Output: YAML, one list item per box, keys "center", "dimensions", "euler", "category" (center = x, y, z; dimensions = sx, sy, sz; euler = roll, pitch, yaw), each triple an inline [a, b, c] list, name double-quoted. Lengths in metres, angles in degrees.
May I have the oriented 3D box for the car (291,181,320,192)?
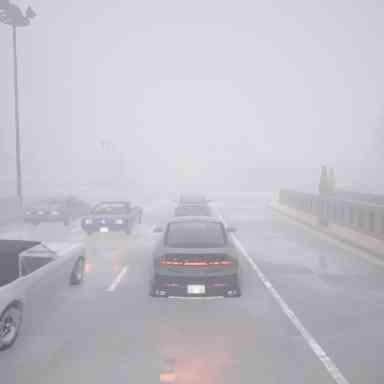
- center: [15.025, -0.643, 42.380]
  dimensions: [4.674, 1.442, 1.812]
  euler: [0, 3, 2]
  category: "car"

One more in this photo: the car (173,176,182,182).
- center: [-3.893, -3.430, 88.393]
  dimensions: [1.812, 1.442, 4.674]
  euler: [0, 3, 0]
  category: "car"

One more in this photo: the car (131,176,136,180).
- center: [-14.376, -3.223, 84.647]
  dimensions: [1.837, 1.490, 4.892]
  euler: [0, 3, 0]
  category: "car"

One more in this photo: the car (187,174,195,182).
- center: [-0.399, -3.503, 89.674]
  dimensions: [2.128, 1.511, 4.902]
  euler: [0, 3, 0]
  category: "car"

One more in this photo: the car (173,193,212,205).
- center: [0.037, 0.827, 17.726]
  dimensions: [1.837, 1.490, 4.892]
  euler: [0, 4, 0]
  category: "car"

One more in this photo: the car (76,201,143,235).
- center: [-3.457, 1.063, 15.309]
  dimensions: [1.895, 1.301, 4.718]
  euler: [0, 3, 0]
  category: "car"

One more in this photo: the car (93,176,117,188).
- center: [-14.289, -1.463, 55.184]
  dimensions: [1.882, 1.535, 5.008]
  euler: [0, 3, -1]
  category: "car"

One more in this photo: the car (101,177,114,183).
- center: [-21.376, -3.186, 84.673]
  dimensions: [2.033, 1.411, 5.357]
  euler: [0, 3, 0]
  category: "car"

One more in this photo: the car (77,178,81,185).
- center: [-21.302, -1.946, 63.968]
  dimensions: [1.812, 1.442, 4.674]
  euler: [0, 3, 0]
  category: "car"

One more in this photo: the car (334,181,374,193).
- center: [18.468, -0.473, 38.770]
  dimensions: [5.008, 1.535, 1.882]
  euler: [0, 3, 2]
  category: "car"

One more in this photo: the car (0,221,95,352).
- center: [-3.421, 1.505, 5.949]
  dimensions: [1.895, 1.301, 4.718]
  euler: [0, 2, 0]
  category: "car"

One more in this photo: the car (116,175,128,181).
- center: [-14.306, -2.414, 66.695]
  dimensions: [2.150, 2.045, 5.566]
  euler: [0, 3, 0]
  category: "car"

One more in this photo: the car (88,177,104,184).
- center: [-21.328, -2.571, 74.295]
  dimensions: [2.128, 1.511, 4.902]
  euler: [0, 3, 0]
  category: "car"

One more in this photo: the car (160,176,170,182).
- center: [-7.393, -3.428, 88.377]
  dimensions: [1.812, 1.442, 4.674]
  euler: [0, 3, 0]
  category: "car"

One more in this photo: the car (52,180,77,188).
- center: [-21.321, -1.331, 55.043]
  dimensions: [1.895, 1.301, 4.718]
  euler: [0, 3, 0]
  category: "car"

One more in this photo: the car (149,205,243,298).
- center: [0.071, 1.337, 8.152]
  dimensions: [1.837, 1.490, 4.892]
  euler: [0, 2, 0]
  category: "car"

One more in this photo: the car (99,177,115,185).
- center: [-17.810, -2.327, 70.258]
  dimensions: [2.128, 1.511, 4.902]
  euler: [0, 3, 0]
  category: "car"

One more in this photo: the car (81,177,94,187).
- center: [-17.824, -1.769, 60.477]
  dimensions: [2.128, 1.511, 4.902]
  euler: [0, 3, 0]
  category: "car"

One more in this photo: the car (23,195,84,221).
- center: [-6.967, 0.860, 17.813]
  dimensions: [2.033, 1.411, 5.357]
  euler: [0, 3, 0]
  category: "car"
